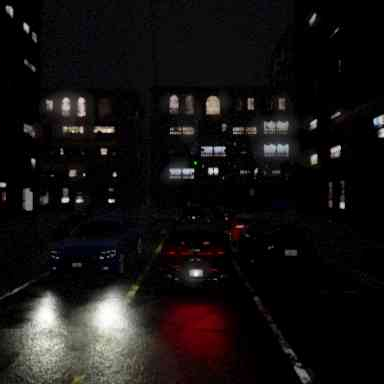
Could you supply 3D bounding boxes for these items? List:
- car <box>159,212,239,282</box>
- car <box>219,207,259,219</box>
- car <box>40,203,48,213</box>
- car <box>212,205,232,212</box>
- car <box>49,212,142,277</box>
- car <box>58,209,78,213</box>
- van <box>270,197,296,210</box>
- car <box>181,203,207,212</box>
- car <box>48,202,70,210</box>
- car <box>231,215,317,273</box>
[{"bbox_3d":[0.101,1.573,9.944,1.837,1.490,4.892,0,0,0],"label":"car"},{"bbox_3d":[2.599,1.656,16.313,1.887,1.381,4.507,1,0,0],"label":"car"},{"bbox_3d":[-19.596,1.787,38.867,4.097,1.590,1.967,0,-1,0],"label":"car"},{"bbox_3d":[2.618,1.759,27.440,1.947,1.339,4.313,1,0,0],"label":"car"},{"bbox_3d":[-2.832,1.549,10.715,1.882,1.535,5.008,0,0,0],"label":"car"},{"bbox_3d":[-5.248,1.676,16.301,1.947,1.339,4.313,1,0,0],"label":"car"},{"bbox_3d":[13.159,1.632,46.998,3.998,1.788,1.690,0,-1,0],"label":"van"},{"bbox_3d":[0.135,1.697,27.348,1.837,1.490,4.892,0,0,0],"label":"car"},{"bbox_3d":[-19.625,2.046,47.004,4.403,1.369,2.008,0,-1,0],"label":"car"},{"bbox_3d":[2.590,1.638,10.748,1.947,1.339,4.313,1,0,0],"label":"car"}]
